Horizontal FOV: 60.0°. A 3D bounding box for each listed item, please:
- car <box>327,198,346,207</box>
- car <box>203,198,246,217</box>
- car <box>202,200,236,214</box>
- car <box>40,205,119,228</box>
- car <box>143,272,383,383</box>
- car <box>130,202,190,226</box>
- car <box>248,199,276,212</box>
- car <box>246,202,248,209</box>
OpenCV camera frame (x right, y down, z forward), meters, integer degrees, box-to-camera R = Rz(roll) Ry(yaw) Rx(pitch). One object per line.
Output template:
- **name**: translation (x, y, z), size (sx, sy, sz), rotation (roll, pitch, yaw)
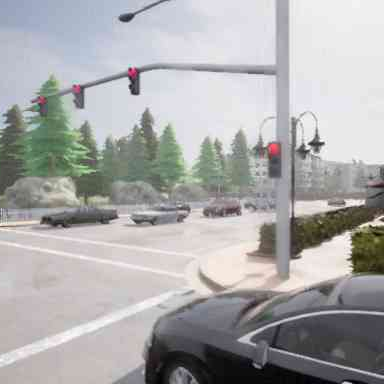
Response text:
- **car**: translation (23.565, 1.624, 54.263), size (2.033, 1.411, 5.357), rotation (0, 0, 36)
- **car**: translation (2.943, 1.438, 32.102), size (2.097, 1.767, 4.553), rotation (0, 0, 36)
- **car**: translation (3.127, 1.657, 38.307), size (1.994, 1.385, 4.181), rotation (0, 0, 37)
- **car**: translation (-7.704, 1.641, 23.346), size (2.033, 1.411, 5.357), rotation (0, 0, 39)
- **car**: translation (1.681, 1.505, 2.856), size (4.892, 1.490, 1.837), rotation (0, 0, 37)
- **car**: translation (-2.361, 1.687, 24.784), size (1.895, 1.301, 4.718), rotation (0, 0, 36)
- **car**: translation (9.047, 1.590, 40.510), size (1.837, 1.490, 4.892), rotation (0, 0, 36)
- **car**: translation (9.243, 1.639, 46.725), size (2.033, 1.411, 5.357), rotation (0, 0, 36)
